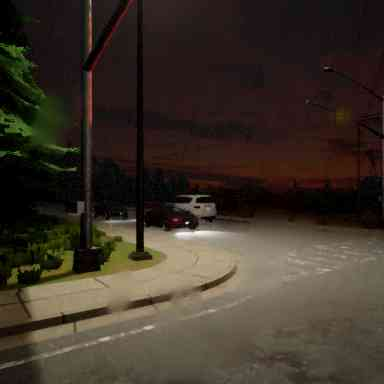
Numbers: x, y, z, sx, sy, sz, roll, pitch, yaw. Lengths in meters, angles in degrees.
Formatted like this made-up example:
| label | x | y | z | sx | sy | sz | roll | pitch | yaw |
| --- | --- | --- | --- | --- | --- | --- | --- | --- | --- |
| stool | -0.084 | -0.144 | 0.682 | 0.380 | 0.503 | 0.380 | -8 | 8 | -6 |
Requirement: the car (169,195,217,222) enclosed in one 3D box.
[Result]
| label | x | y | z | sx | sy | sz | roll | pitch | yaw |
| --- | --- | --- | --- | --- | --- | --- | --- | --- | --- |
| car | -0.364 | 1.248 | 25.754 | 2.150 | 2.045 | 5.566 | 0 | 0 | -34 |

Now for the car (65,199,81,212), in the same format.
| label | x | y | z | sx | sy | sz | roll | pitch | yaw |
| --- | --- | --- | --- | --- | --- | --- | --- | --- | --- |
| car | -12.823 | 1.505 | 37.471 | 1.882 | 1.535 | 5.008 | 0 | 0 | -34 |

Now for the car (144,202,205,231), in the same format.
| label | x | y | z | sx | sy | sz | roll | pitch | yaw |
| --- | --- | --- | --- | --- | --- | --- | --- | --- | --- |
| car | -1.405 | 1.591 | 20.710 | 1.994 | 1.385 | 4.181 | 0 | 0 | -34 |

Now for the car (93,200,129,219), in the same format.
| label | x | y | z | sx | sy | sz | roll | pitch | yaw |
| --- | --- | --- | --- | --- | --- | --- | --- | --- | --- |
| car | -7.190 | 1.532 | 29.195 | 1.837 | 1.490 | 4.892 | 0 | 0 | -34 |
